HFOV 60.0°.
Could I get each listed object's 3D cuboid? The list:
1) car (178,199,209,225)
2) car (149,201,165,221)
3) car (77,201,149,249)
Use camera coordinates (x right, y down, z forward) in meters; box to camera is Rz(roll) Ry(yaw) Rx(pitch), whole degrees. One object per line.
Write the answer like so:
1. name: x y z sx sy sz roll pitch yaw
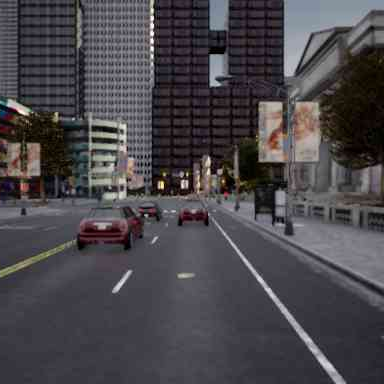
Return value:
1. car: 0.098 1.356 24.420 2.097 1.767 4.553 0 0 0
2. car: -3.403 1.509 27.136 1.837 1.490 4.892 0 0 0
3. car: -3.405 1.355 14.746 2.097 1.767 4.553 0 0 0
